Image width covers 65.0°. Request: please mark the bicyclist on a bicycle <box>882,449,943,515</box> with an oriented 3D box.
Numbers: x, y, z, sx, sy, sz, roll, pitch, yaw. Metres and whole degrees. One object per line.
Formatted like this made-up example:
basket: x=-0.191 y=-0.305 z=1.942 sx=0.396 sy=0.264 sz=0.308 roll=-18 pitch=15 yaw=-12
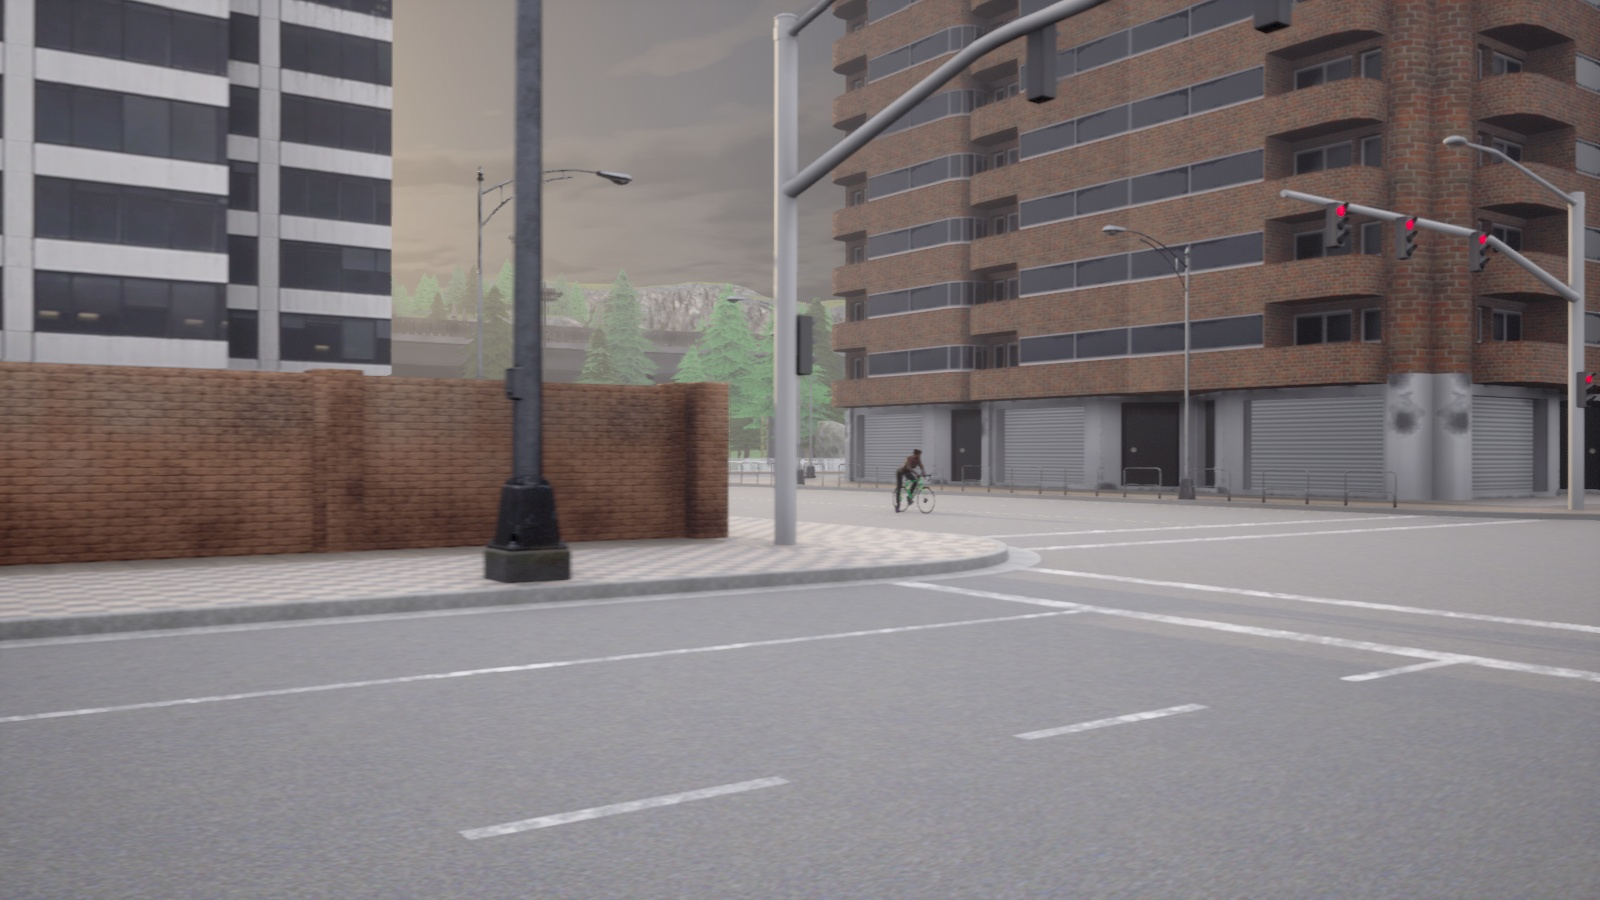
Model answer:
bicyclist on a bicycle: x=2.806 y=0.776 z=31.458 sx=0.582 sy=1.620 sz=1.656 roll=0 pitch=0 yaw=-35
